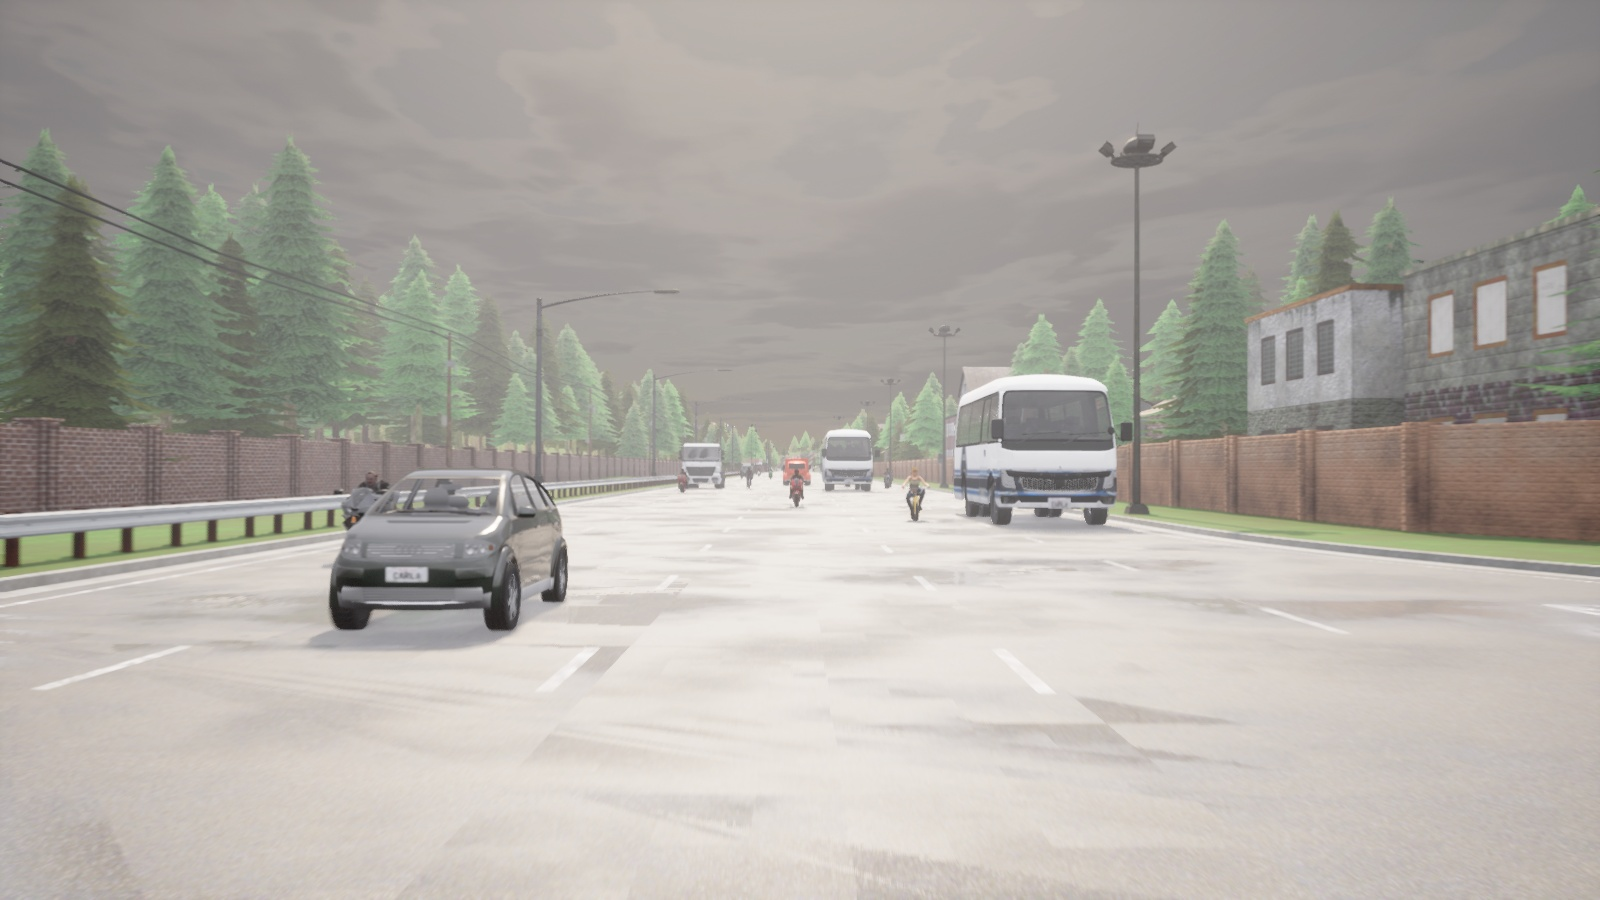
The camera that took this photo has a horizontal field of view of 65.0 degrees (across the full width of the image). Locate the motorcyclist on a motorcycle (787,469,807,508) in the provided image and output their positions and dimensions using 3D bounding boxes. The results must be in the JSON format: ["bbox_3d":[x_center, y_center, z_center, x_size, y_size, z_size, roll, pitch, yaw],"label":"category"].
[{"bbox_3d":[-0.120,1.513,50.198,0.797,1.523,2.044,0,-1,0],"label":"motorcyclist on a motorcycle"}]

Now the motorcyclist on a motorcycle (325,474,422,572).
[{"bbox_3d":[-7.050,1.173,20.870,0.866,1.530,2.191,0,-1,0],"label":"motorcyclist on a motorcycle"}]

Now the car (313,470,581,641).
[{"bbox_3d":[-3.532,0.996,13.272,1.789,1.549,3.705,0,-1,0],"label":"car"}]

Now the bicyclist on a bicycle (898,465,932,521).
[{"bbox_3d":[3.411,1.268,37.245,0.866,1.612,1.509,0,-1,0],"label":"bicyclist on a bicycle"}]

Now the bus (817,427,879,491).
[{"bbox_3d":[3.282,0.694,88.805,3.944,4.253,10.273,0,-1,0],"label":"bus"}]

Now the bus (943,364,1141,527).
[{"bbox_3d":[6.904,-0.050,37.930,3.944,4.253,10.273,0,-1,0],"label":"bus"}]

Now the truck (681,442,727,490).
[{"bbox_3d":[-7.233,1.230,95.718,2.891,3.462,7.936,0,-1,0],"label":"truck"}]
